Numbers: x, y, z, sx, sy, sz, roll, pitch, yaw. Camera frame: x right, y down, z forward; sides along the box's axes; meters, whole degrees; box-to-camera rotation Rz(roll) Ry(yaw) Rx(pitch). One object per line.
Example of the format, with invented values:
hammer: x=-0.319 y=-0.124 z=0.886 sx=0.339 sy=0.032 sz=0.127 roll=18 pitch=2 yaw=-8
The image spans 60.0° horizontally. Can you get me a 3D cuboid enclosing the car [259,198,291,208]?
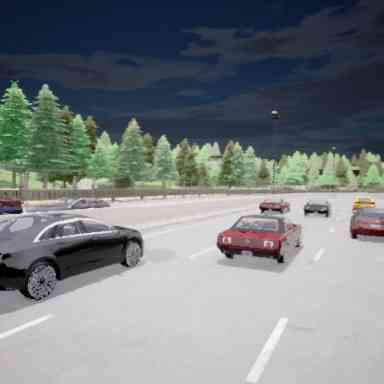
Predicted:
car: x=7.371 y=1.170 z=29.070 sx=1.895 sy=1.301 sz=4.718 roll=2 pitch=1 yaw=26

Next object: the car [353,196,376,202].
car: x=17.274 y=1.180 z=33.355 sx=1.882 sy=1.535 sz=5.008 roll=2 pitch=1 yaw=26

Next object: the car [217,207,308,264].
car: x=2.546 y=1.419 z=11.310 sx=1.895 sy=1.301 sz=4.718 roll=2 pitch=1 yaw=26

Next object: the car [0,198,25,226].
car: x=-10.870 y=1.024 z=16.192 sx=1.895 sy=1.301 sz=4.718 roll=2 pitch=1 yaw=26

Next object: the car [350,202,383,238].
car: x=8.813 y=1.425 z=16.133 sx=1.994 sy=1.385 sz=4.181 roll=2 pitch=1 yaw=26

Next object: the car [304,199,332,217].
car: x=10.512 y=1.270 z=27.530 sx=1.895 sy=1.301 sz=4.718 roll=2 pitch=1 yaw=26

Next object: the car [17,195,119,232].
car: x=-6.294 y=0.988 z=17.561 sx=2.128 sy=1.511 sz=4.902 roll=2 pitch=1 yaw=26

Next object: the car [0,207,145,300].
car: x=-3.009 y=1.255 z=7.930 sx=2.128 sy=1.511 sz=4.902 roll=2 pitch=1 yaw=26
